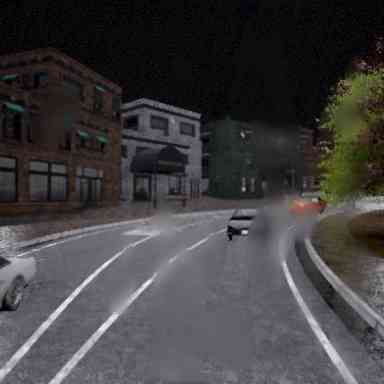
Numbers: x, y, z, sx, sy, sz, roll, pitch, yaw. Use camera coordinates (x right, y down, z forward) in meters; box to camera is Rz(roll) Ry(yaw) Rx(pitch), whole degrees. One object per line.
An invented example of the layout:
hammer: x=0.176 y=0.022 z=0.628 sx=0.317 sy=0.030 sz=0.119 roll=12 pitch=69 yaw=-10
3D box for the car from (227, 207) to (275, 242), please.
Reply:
car: x=2.987 y=1.496 z=16.518 sx=2.128 sy=1.511 sz=4.902 roll=0 pitch=0 yaw=17

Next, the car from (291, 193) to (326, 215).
car: x=11.476 y=1.224 z=32.653 sx=2.097 sy=1.767 sz=4.553 roll=0 pitch=0 yaw=36

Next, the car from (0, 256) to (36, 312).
car: x=-4.133 y=1.589 z=4.865 sx=1.895 sy=1.301 sz=4.718 roll=0 pitch=0 yaw=-3
